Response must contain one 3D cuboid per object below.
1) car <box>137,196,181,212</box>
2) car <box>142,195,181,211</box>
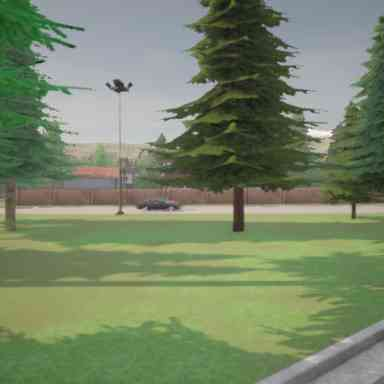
[{"bbox_3d":[-3.709,1.482,37.437,4.892,1.490,1.837,0,0,2],"label":"car"},{"bbox_3d":[-3.637,1.330,40.936,4.553,1.767,2.097,0,0,2],"label":"car"}]
